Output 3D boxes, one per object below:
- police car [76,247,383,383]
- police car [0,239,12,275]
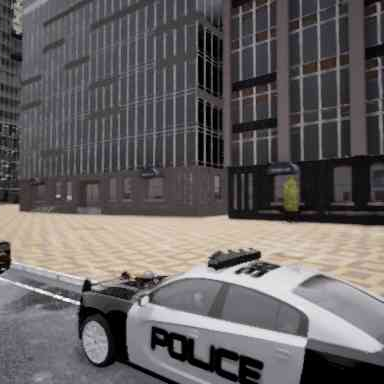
[{"bbox_3d":[0.425,1.593,4.378,5.238,1.638,1.930,-1,-2,37],"label":"police car"},{"bbox_3d":[-7.643,1.696,10.442,5.238,1.638,1.930,-1,-2,36],"label":"police car"}]
